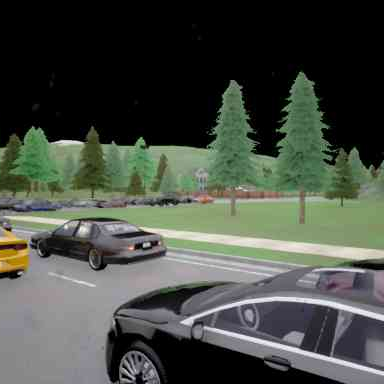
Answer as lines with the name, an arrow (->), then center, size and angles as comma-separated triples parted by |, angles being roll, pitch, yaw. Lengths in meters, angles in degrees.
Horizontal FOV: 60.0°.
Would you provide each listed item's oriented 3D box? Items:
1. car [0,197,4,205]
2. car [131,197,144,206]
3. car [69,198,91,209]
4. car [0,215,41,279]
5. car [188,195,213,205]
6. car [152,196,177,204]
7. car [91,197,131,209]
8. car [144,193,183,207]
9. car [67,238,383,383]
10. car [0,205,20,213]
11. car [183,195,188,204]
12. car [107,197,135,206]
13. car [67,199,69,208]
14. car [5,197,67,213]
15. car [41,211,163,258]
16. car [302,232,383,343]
car -> -20.734, 1.491, 37.756 | 2.128, 1.511, 4.902 | 0, 0, 38
car -> -8.023, 1.564, 53.715 | 1.994, 1.385, 4.181 | 0, 0, 39
car -> -14.066, 1.601, 46.139 | 1.895, 1.301, 4.718 | 0, 0, 38
car -> -6.277, 1.478, 8.885 | 5.008, 1.535, 1.882 | 0, 0, 38
car -> 1.940, 1.352, 60.598 | 2.097, 1.767, 4.553 | 0, 0, 39
car -> -5.137, 1.477, 62.939 | 1.882, 1.535, 5.008 | 0, 0, 39
car -> -10.845, 1.564, 44.575 | 1.994, 1.385, 4.181 | 0, 0, 38
car -> -4.420, 1.223, 52.643 | 2.150, 2.045, 5.566 | 0, 0, 39
car -> 1.193, 1.492, 3.101 | 4.902, 1.511, 2.128 | 0, 0, 38
car -> -11.251, 1.547, 17.122 | 5.357, 1.411, 2.033 | 0, 0, 38
car -> -1.104, 1.351, 62.392 | 2.097, 1.767, 4.553 | 0, 0, 39
car -> -11.700, 1.564, 54.728 | 1.994, 1.385, 4.181 | 0, 0, 38
car -> -17.248, 1.564, 47.764 | 1.994, 1.385, 4.181 | 0, 0, 39
car -> -17.113, 1.547, 36.667 | 2.033, 1.411, 5.357 | 0, 0, 38
car -> -3.268, 1.547, 10.978 | 5.357, 1.411, 2.033 | 0, 0, 38
car -> 4.160, 1.564, 5.222 | 4.181, 1.385, 1.994 | 0, 0, 38
